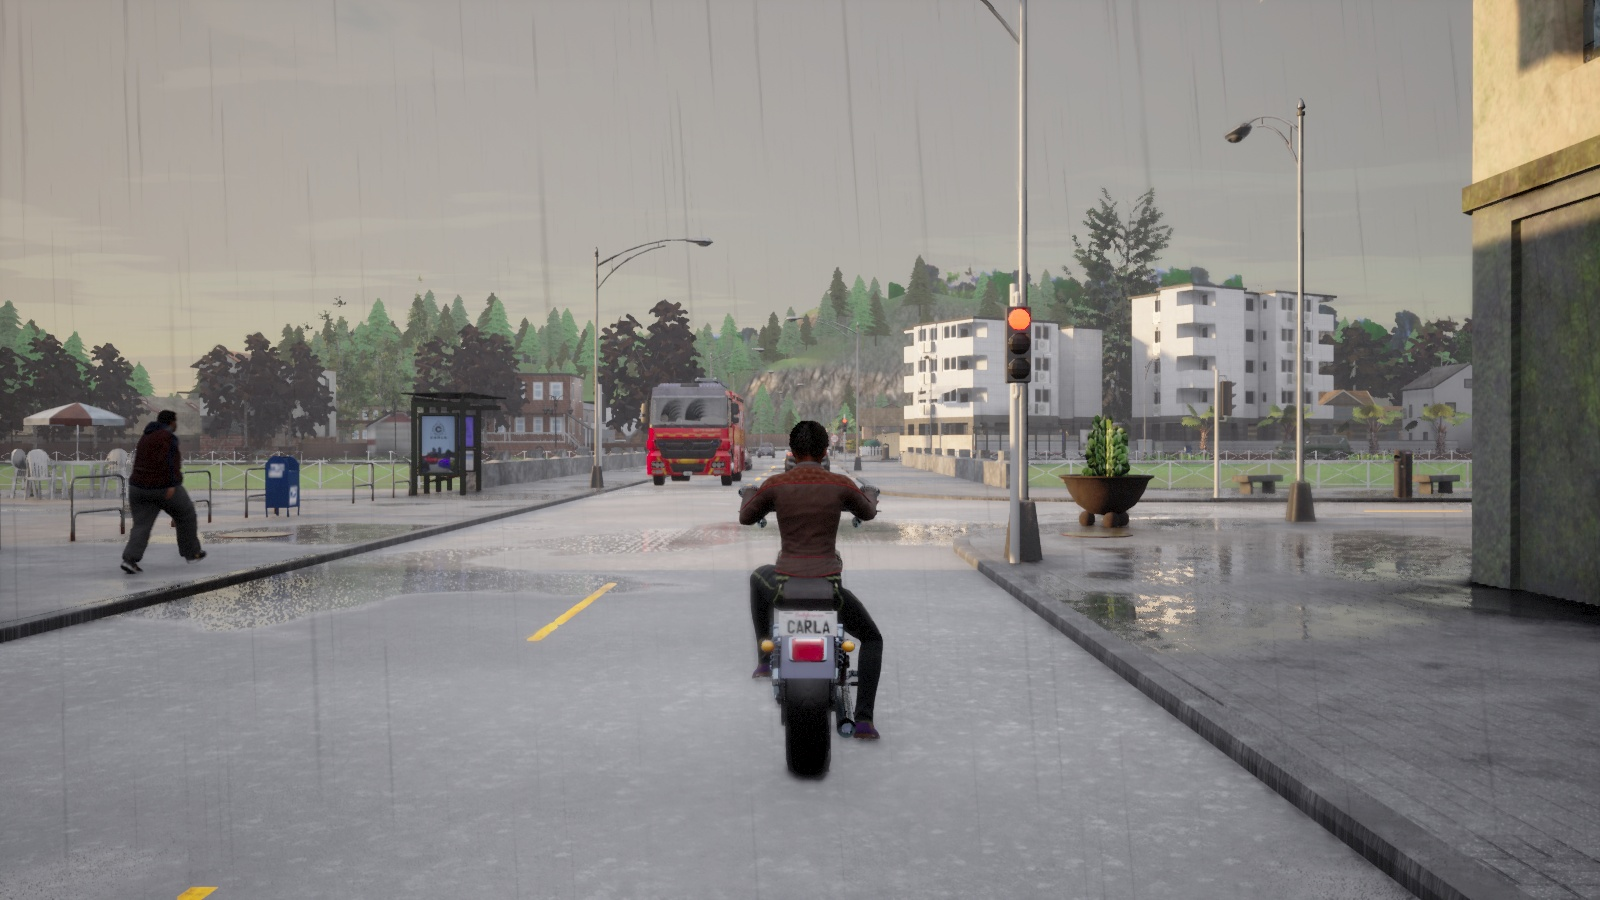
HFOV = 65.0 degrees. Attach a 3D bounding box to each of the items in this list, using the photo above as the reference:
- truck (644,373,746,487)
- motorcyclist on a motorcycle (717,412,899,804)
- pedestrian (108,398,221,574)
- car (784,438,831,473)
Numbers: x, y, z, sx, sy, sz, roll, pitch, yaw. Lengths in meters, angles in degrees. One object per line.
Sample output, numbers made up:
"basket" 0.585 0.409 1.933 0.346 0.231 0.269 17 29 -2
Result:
"truck" -3.717 -0.683 46.542 2.891 3.827 8.468 0 0 1
"motorcyclist on a motorcycle" 0.046 0.660 6.456 0.766 1.649 2.350 0 0 1
"pedestrian" -6.920 0.373 13.708 0.634 1.844 0.899 0 0 25
"car" 0.351 0.243 61.720 2.242 1.667 4.611 0 0 0
